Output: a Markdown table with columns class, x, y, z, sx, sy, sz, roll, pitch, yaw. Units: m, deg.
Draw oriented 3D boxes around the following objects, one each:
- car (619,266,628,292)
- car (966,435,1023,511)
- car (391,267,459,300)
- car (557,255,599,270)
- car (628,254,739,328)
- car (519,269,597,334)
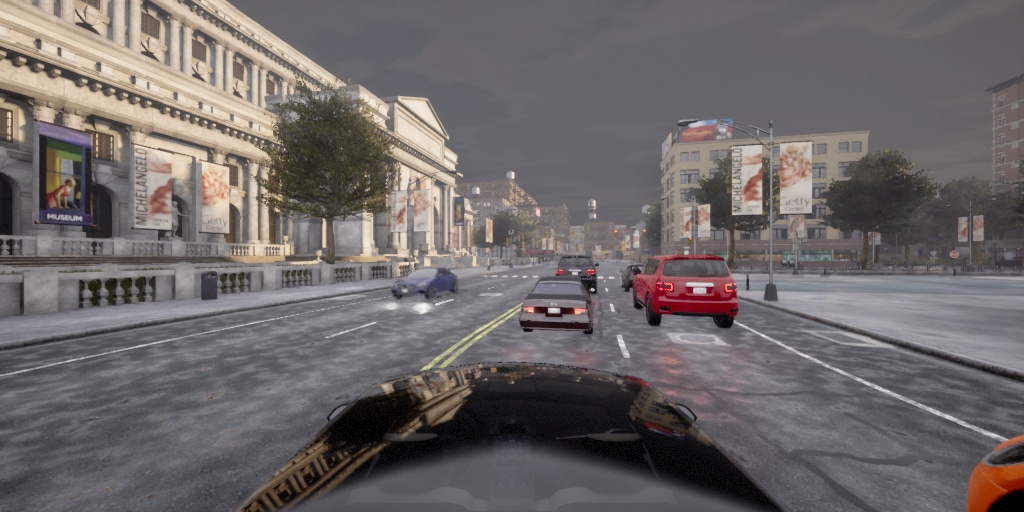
| class | x | y | z | sx | sy | sz | roll | pitch | yaw |
| --- | --- | --- | --- | --- | --- | --- | --- | --- | --- |
| car | 7.528 | 1.255 | 21.208 | 1.837 | 1.490 | 4.892 | 0 | 0 | 13 |
| car | 3.794 | 1.102 | 0.187 | 2.097 | 1.767 | 4.553 | 0 | 0 | -3 |
| car | -4.180 | 1.275 | 18.104 | 1.812 | 1.442 | 4.674 | 0 | 0 | 14 |
| car | 3.786 | 0.971 | 20.656 | 2.150 | 2.045 | 5.566 | 0 | 0 | 13 |
| car | 5.327 | 0.971 | 11.718 | 2.150 | 2.045 | 5.566 | 0 | 0 | 12 |
| car | 1.455 | 1.297 | 10.677 | 2.033 | 1.411 | 5.357 | 0 | 0 | 11 |
